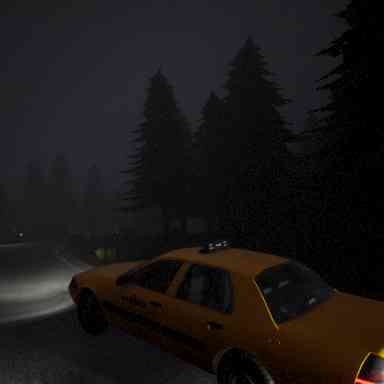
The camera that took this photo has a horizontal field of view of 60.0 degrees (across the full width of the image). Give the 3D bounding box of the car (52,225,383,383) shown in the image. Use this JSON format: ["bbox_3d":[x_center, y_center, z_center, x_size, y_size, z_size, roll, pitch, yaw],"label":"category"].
[{"bbox_3d":[0.121,1.441,4.753,5.366,1.575,1.801,0,1,43],"label":"car"}]

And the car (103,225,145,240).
[{"bbox_3d":[-7.438,4.510,36.976,2.033,1.411,5.357,-4,-8,20],"label":"car"}]

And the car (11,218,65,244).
[{"bbox_3d":[-12.733,3.230,28.190,2.150,2.045,5.566,-4,-7,6],"label":"car"}]

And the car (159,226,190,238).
[{"bbox_3d":[-2.314,5.544,46.281,1.882,1.535,5.008,-5,-8,30],"label":"car"}]
